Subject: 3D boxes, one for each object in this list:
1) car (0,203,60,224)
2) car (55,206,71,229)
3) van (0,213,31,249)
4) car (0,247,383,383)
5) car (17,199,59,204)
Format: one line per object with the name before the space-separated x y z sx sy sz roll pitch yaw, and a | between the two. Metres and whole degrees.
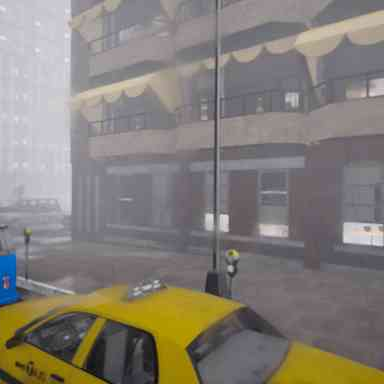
car | -12.288 1.794 25.202 1.895 1.301 4.718 1 0 36
car | -6.712 1.794 23.040 1.887 1.381 4.507 0 0 36
van | -5.081 1.384 6.495 3.998 1.788 1.690 0 1 36
car | -0.661 1.538 3.336 4.829 1.417 1.752 0 1 36
car | -13.496 1.495 27.957 2.192 1.841 5.009 0 0 36
